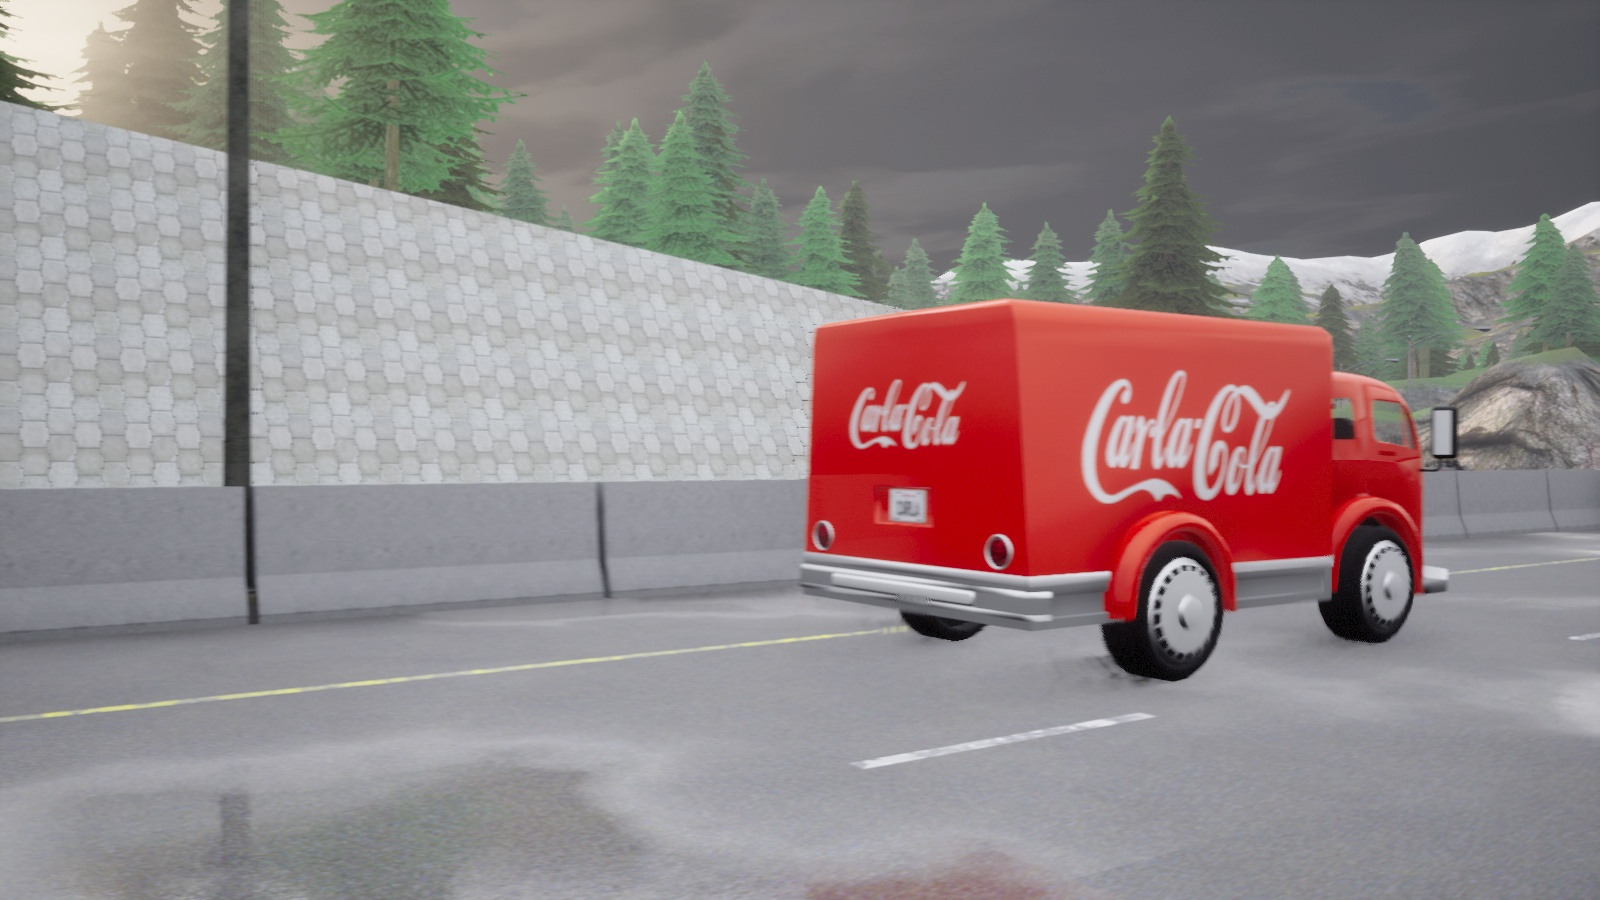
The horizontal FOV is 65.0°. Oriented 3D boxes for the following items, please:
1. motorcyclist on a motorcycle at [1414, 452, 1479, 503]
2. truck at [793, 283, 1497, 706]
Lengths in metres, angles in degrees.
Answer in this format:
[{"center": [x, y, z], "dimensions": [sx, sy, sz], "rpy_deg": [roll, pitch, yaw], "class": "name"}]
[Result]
[{"center": [20.061, 0.833, 38.943], "dimensions": [2.191, 1.530, 0.866], "rpy_deg": [0, 0, -35], "class": "motorcyclist on a motorcycle"}, {"center": [2.835, 0.273, 9.899], "dimensions": [5.204, 2.467, 2.627], "rpy_deg": [0, 0, -35], "class": "truck"}]
